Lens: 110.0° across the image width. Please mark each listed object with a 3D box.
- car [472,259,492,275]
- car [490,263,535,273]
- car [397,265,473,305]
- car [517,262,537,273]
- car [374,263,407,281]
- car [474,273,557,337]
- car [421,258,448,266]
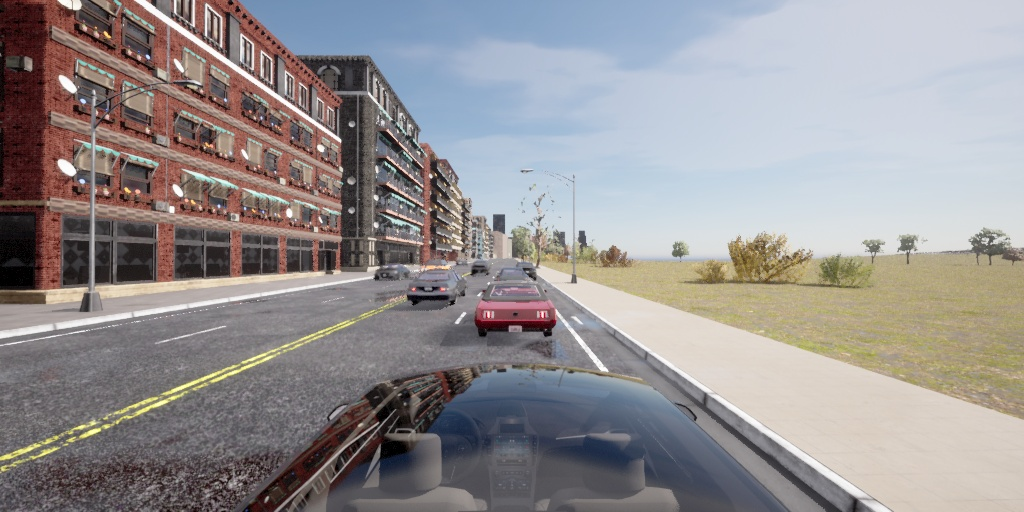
[{"bbox_3d":[-3.257,1.260,38.310,1.837,1.490,4.892,0,1,0],"label":"car"},{"bbox_3d":[0.037,1.317,20.312,1.994,1.385,4.181,0,0,0],"label":"car"},{"bbox_3d":[-3.193,1.299,16.127,2.033,1.411,5.357,0,0,0],"label":"car"},{"bbox_3d":[1.053,1.259,30.306,1.837,1.490,4.892,0,0,0],"label":"car"},{"bbox_3d":[-9.933,1.318,29.947,1.994,1.385,4.181,0,0,0],"label":"car"},{"bbox_3d":[0.076,1.352,10.282,1.895,1.301,4.718,0,0,0],"label":"car"},{"bbox_3d":[-6.688,1.106,31.242,2.097,1.767,4.553,0,0,0],"label":"car"}]
